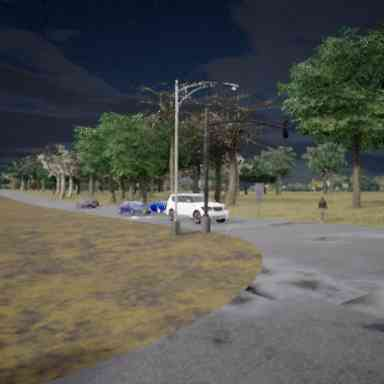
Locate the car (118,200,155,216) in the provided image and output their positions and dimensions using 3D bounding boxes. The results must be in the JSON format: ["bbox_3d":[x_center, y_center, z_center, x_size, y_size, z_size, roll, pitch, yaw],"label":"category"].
[{"bbox_3d":[-5.749,1.538,32.751,1.812,1.442,4.674,1,-1,-34],"label":"car"}]

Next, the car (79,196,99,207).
[{"bbox_3d":[-17.825,1.596,57.438,2.097,1.767,4.553,1,-1,-33],"label":"car"}]

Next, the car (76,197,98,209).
[{"bbox_3d":[-14.790,1.698,46.338,1.994,1.385,4.181,1,-1,-33],"label":"car"}]

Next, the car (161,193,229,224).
[{"bbox_3d":[0.233,1.114,23.756,2.150,2.045,5.566,1,-1,-34],"label":"car"}]

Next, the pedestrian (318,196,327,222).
[{"bbox_3d":[9.315,1.189,23.835,0.375,1.860,0.375,0,0,-34],"label":"pedestrian"}]

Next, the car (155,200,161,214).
[{"bbox_3d":[-3.495,1.548,36.014,1.882,1.535,5.008,1,-1,-34],"label":"car"}]
